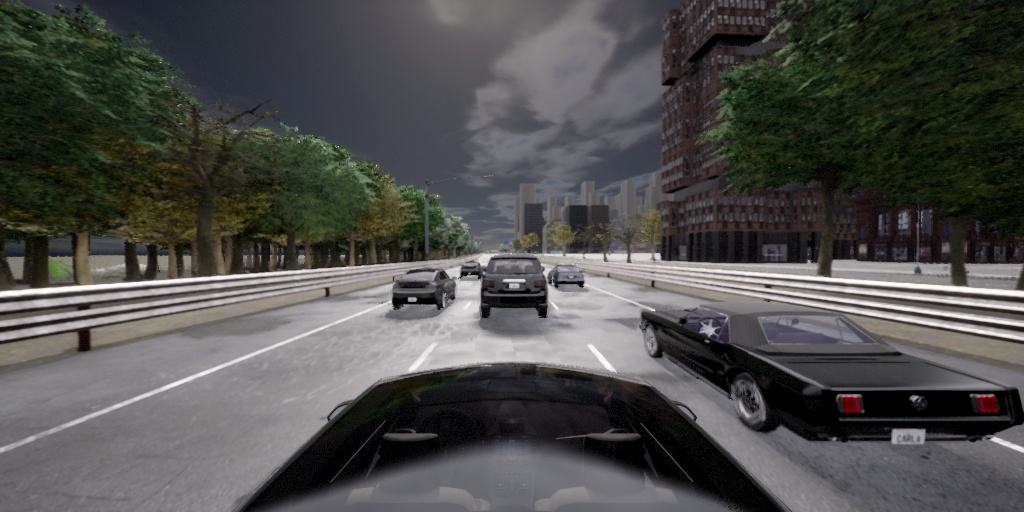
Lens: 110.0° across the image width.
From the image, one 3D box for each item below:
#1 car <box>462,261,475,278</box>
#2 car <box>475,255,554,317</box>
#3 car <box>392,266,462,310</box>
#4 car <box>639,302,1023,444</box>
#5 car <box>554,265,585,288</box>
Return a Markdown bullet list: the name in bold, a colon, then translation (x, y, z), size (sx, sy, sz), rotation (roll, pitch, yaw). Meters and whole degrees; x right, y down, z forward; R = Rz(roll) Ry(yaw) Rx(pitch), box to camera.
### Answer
- **car**: translation (-3.636, 1.237, 32.858), size (1.837, 1.490, 4.892), rotation (0, 0, -1)
- **car**: translation (0.073, 0.974, 13.233), size (2.150, 2.045, 5.566), rotation (0, 0, 0)
- **car**: translation (-3.448, 1.258, 14.776), size (1.837, 1.490, 4.892), rotation (0, 0, 0)
- **car**: translation (3.592, 1.351, 5.468), size (1.895, 1.301, 4.718), rotation (0, 0, 0)
- **car**: translation (3.481, 1.293, 23.707), size (2.033, 1.411, 5.357), rotation (0, 0, -1)
